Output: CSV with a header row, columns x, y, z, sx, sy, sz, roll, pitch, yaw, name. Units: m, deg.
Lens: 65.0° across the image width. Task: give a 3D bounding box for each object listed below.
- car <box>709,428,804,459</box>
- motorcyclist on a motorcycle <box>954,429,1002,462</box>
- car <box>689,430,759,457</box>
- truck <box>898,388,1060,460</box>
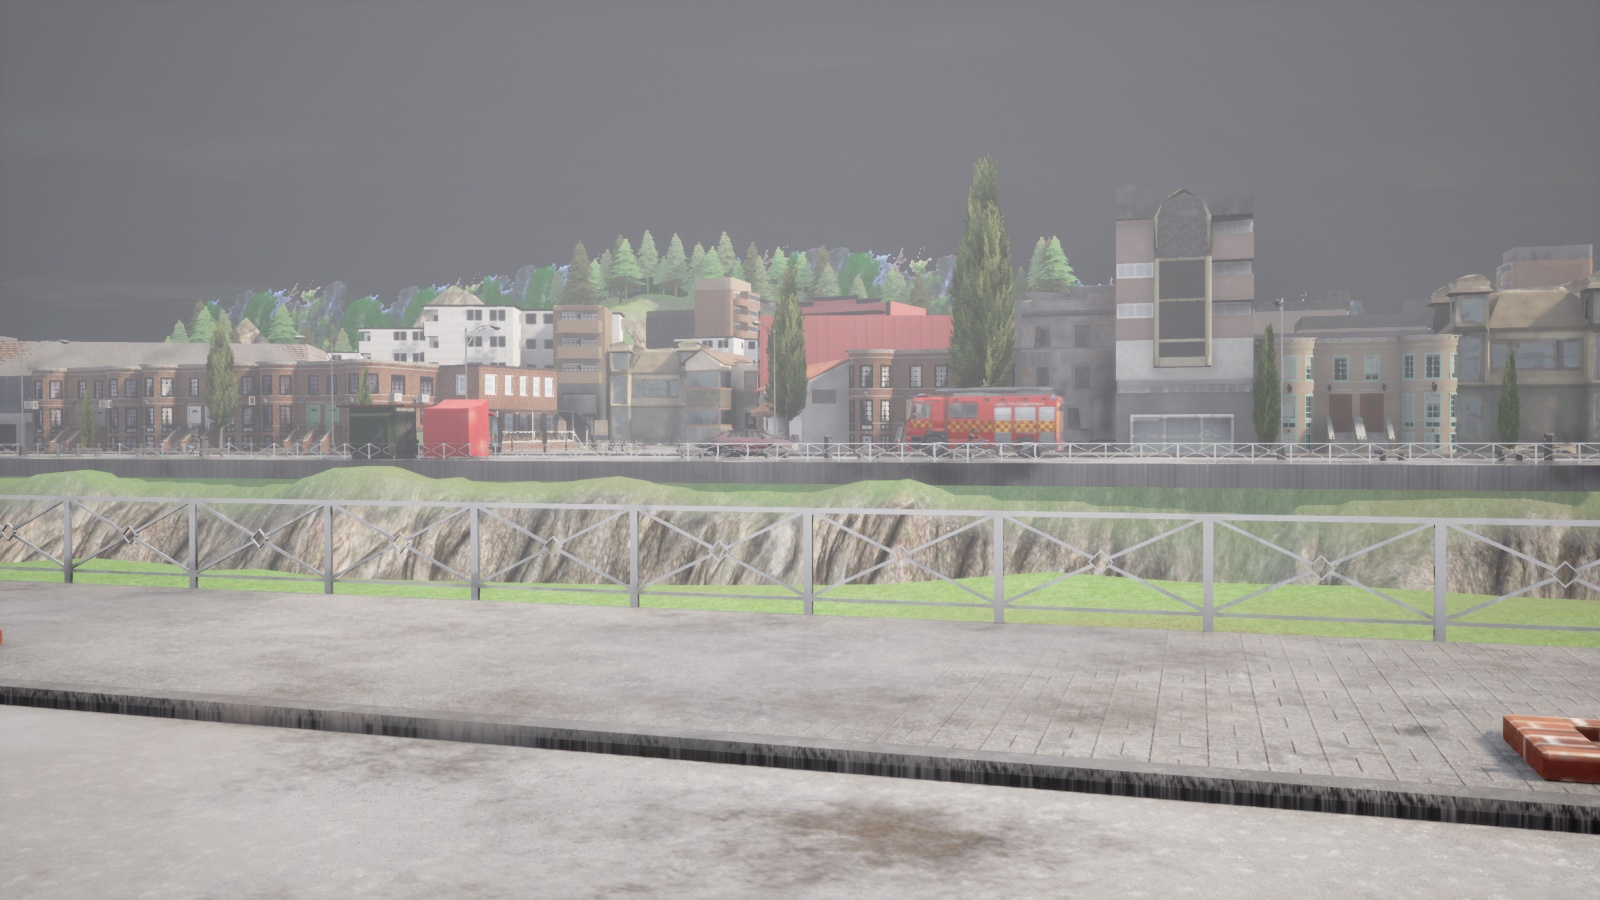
x,y,z,sx,sy,sz,roll,pitch,yaw,name
-2.379,-0.359,69.140,4.856,1.649,2.033,1,1,18,car
9.291,-0.236,65.440,2.350,1.649,0.766,1,1,18,motorcyclist on a motorcycle
-4.479,-0.396,73.980,3.705,1.549,1.789,1,1,18,car
9.882,-1.413,69.431,8.468,3.827,2.891,1,1,18,truck
